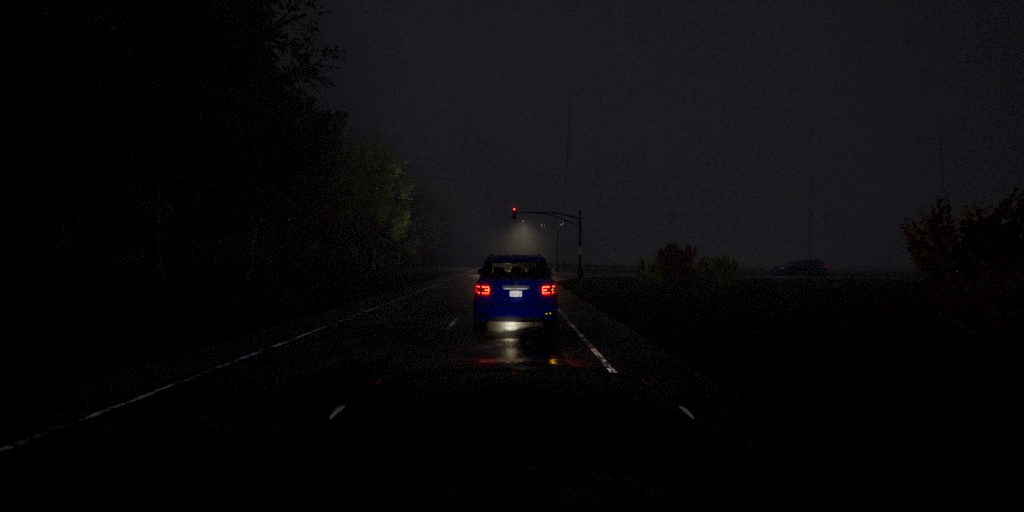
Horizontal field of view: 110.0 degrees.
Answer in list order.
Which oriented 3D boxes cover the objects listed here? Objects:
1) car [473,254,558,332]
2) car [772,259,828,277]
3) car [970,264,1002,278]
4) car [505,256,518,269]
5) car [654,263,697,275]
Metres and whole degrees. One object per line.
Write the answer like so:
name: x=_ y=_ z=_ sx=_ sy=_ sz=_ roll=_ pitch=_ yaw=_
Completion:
car: x=0.089 y=0.977 z=11.053 sx=2.150 sy=2.045 sz=5.566 roll=0 pitch=0 yaw=0
car: x=33.944 y=1.415 z=42.342 sx=5.566 sy=2.045 sz=2.150 roll=1 pitch=-1 yaw=0
car: x=52.066 y=1.892 z=38.648 sx=4.181 sy=1.385 sz=1.994 roll=1 pitch=-1 yaw=1
car: x=-0.042 y=0.996 z=60.440 sx=2.150 sy=2.045 sz=5.566 roll=0 pitch=0 yaw=1
car: x=19.360 y=1.580 z=42.383 sx=5.357 sy=1.411 sz=2.033 roll=1 pitch=-1 yaw=0
